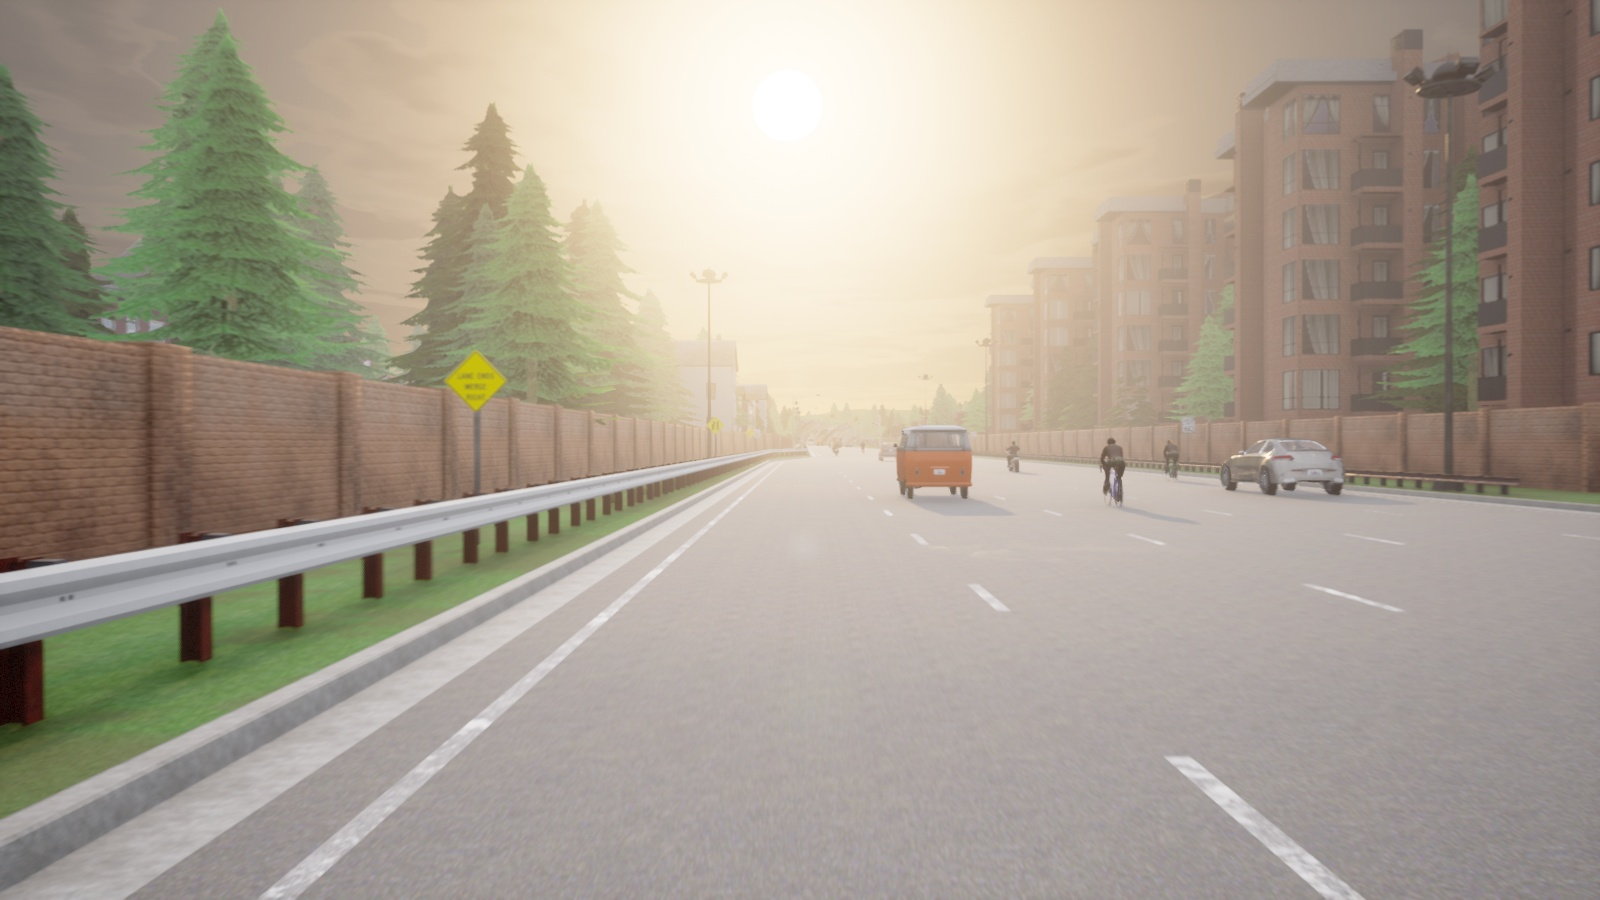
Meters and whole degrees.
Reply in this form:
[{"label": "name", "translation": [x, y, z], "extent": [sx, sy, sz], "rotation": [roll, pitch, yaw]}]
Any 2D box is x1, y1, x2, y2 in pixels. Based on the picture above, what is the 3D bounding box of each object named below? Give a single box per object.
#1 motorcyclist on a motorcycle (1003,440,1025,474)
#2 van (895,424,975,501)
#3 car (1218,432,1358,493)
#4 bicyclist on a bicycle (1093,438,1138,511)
[{"label": "motorcyclist on a motorcycle", "translation": [10.796, 0.350, 63.420], "extent": [0.766, 1.649, 2.350], "rotation": [0, 0, 0]}, {"label": "van", "translation": [3.668, 0.308, 34.786], "extent": [1.775, 1.987, 4.442], "rotation": [0, 0, 0]}, {"label": "car", "translation": [14.178, 0.328, 36.853], "extent": [2.152, 1.651, 5.027], "rotation": [0, 0, 0]}, {"label": "bicyclist on a bicycle", "translation": [7.198, 0.544, 28.725], "extent": [0.582, 1.620, 1.656], "rotation": [0, 0, -1]}]
